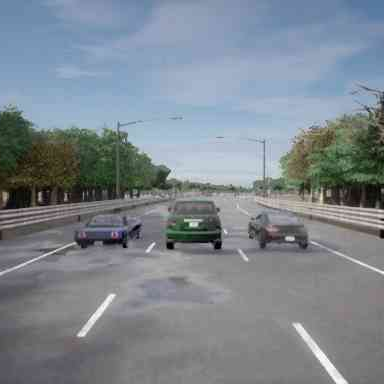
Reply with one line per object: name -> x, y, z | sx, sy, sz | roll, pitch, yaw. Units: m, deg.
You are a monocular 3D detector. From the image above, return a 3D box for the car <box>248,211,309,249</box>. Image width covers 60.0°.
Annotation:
car -> 3.590, 1.530, 14.393 | 1.812, 1.442, 4.674 | 0, 0, 1

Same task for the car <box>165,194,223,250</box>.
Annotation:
car -> 0.091, 1.254, 14.465 | 2.150, 2.045, 5.566 | 0, 0, 1

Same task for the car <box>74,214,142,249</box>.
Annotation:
car -> -3.409, 1.612, 14.509 | 1.895, 1.301, 4.718 | 0, 0, 1
